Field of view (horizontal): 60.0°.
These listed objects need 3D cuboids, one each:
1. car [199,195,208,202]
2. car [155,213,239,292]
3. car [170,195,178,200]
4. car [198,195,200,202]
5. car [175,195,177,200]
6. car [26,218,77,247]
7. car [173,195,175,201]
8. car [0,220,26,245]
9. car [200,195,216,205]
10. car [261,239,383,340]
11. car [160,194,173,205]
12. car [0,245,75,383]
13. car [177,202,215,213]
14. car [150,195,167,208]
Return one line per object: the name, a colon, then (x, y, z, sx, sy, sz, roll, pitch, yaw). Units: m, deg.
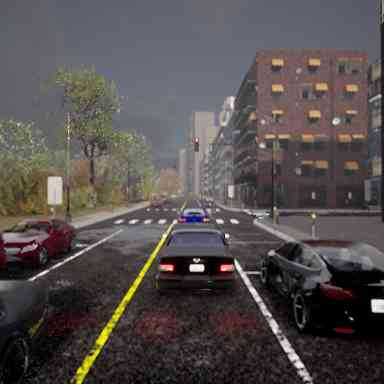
car: (2.648, 1.463, 78.771, 1.967, 1.590, 4.097, 1, 0, 0)
car: (0.109, 1.546, 9.070, 2.033, 1.411, 5.357, 0, 0, 0)
car: (-5.218, 1.591, 94.968, 2.008, 1.369, 4.403, 1, 0, 0)
car: (2.636, 1.596, 67.404, 1.802, 1.307, 4.206, 1, 0, 0)
car: (-5.229, 1.578, 83.614, 2.008, 1.369, 4.403, 1, 0, 0)
car: (-5.297, 1.581, 11.443, 1.802, 1.307, 4.206, 1, 0, 0)
car: (-5.242, 1.328, 66.587, 2.192, 1.841, 5.009, 1, 0, 0)
car: (-5.299, 1.314, 5.789, 2.192, 1.841, 5.009, 1, 0, 0)
car: (2.620, 1.555, 50.355, 2.008, 1.369, 4.403, 1, 0, 0)
car: (2.579, 1.565, 6.538, 1.947, 1.339, 4.313, 1, 0, 0)
car: (-5.248, 1.325, 60.911, 2.192, 1.841, 5.009, 1, 0, 0)
car: (-2.835, 1.547, 2.335, 2.033, 1.411, 5.357, 0, 0, 0)
car: (0.125, 1.524, 18.660, 1.812, 1.442, 4.674, 0, 0, 0)
car: (-5.261, 1.549, 49.558, 1.887, 1.381, 4.507, 1, 0, 0)
